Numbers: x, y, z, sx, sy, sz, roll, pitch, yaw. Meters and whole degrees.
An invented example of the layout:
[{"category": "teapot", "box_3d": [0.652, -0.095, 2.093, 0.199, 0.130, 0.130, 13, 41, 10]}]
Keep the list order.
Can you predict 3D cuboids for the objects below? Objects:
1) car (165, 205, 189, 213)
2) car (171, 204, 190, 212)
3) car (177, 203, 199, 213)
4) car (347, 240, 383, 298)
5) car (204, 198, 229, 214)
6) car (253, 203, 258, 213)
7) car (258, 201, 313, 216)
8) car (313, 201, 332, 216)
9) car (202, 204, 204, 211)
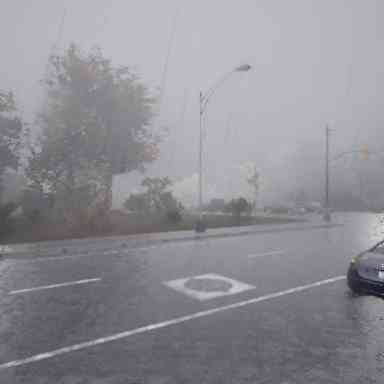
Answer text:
[{"category": "car", "box_3d": [-2.750, 3.136, 61.097, 2.033, 1.411, 5.357, 0, -3, -32]}, {"category": "car", "box_3d": [-2.666, 3.539, 74.209, 2.097, 1.767, 4.553, 0, -3, -32]}, {"category": "car", "box_3d": [-1.074, 2.474, 51.783, 2.097, 1.767, 4.553, 0, -3, -32]}, {"category": "car", "box_3d": [5.375, 1.584, 7.491, 4.181, 1.385, 1.994, 0, 0, -35]}, {"category": "car", "box_3d": [4.357, 1.825, 43.126, 2.150, 2.045, 5.566, 0, -3, -32]}, {"category": "car", "box_3d": [7.835, 2.062, 44.172, 2.128, 1.511, 4.902, 0, -3, -32]}, {"category": "car", "box_3d": [9.643, 1.736, 34.715, 2.128, 1.511, 4.902, 0, -2, -32]}, {"category": "car", "box_3d": [12.825, 1.736, 36.213, 2.128, 1.511, 4.902, 0, -2, -34]}, {"category": "car", "box_3d": [2.580, 2.558, 52.543, 2.128, 1.511, 4.902, 0, -3, -32]}]
